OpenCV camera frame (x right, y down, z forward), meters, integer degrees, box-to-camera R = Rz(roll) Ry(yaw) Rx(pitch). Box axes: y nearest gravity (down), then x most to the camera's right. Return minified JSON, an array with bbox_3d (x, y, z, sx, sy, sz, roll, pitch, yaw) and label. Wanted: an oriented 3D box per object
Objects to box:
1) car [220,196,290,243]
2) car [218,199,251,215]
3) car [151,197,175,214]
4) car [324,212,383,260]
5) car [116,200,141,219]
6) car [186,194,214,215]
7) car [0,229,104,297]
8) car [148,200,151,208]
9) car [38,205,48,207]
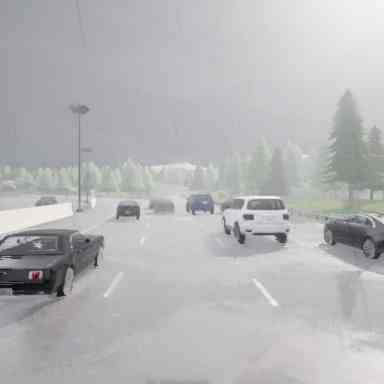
[{"bbox_3d":[2.939,1.217,16.211,2.150,2.045,5.566,0,0,-4],"label":"car"},{"bbox_3d":[4.283,1.490,34.404,2.128,1.511,4.902,0,0,-9],"label":"car"},{"bbox_3d":[-2.993,1.477,35.492,1.882,1.535,5.008,0,0,-9],"label":"car"},{"bbox_3d":[6.681,1.491,12.410,2.128,1.511,4.902,0,0,-3],"label":"car"},{"bbox_3d":[-5.553,1.477,29.282,1.882,1.535,5.008,0,0,-8],"label":"car"},{"bbox_3d":[0.762,1.220,34.410,2.150,2.045,5.566,0,0,-10],"label":"car"},{"bbox_3d":[-3.614,1.601,8.490,1.895,1.301,4.718,0,0,-2],"label":"car"},{"bbox_3d":[-4.736,1.504,44.665,1.837,1.490,4.892,0,0,-13],"label":"car"},{"bbox_3d":[-18.756,1.349,42.970,2.097,1.767,4.553,0,0,-13],"label":"car"}]
